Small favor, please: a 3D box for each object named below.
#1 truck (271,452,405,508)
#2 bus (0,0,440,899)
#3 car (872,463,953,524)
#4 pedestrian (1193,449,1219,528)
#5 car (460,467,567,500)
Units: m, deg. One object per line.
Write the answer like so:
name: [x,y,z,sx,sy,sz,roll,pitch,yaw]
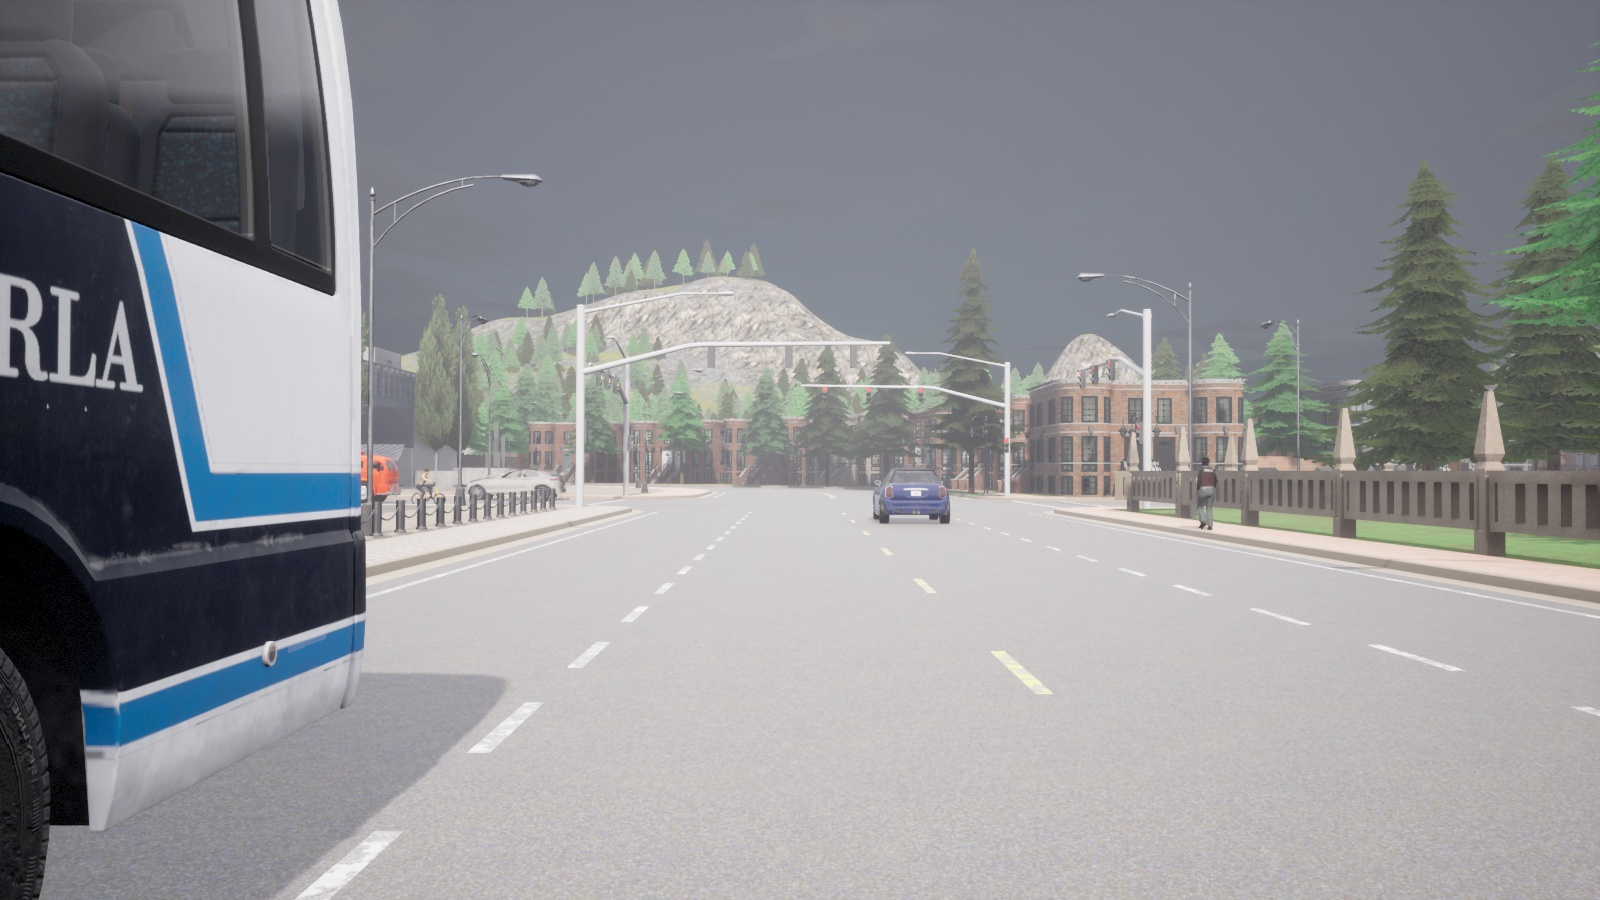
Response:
truck: [-21.139,1.378,57.643,5.204,2.467,2.627,0,-1,0]
bus: [-3.506,-0.544,0.234,3.944,4.253,10.273,0,-1,0]
car: [3.417,1.313,39.050,2.097,1.767,4.553,0,-1,0]
pedestrian: [10.039,0.954,31.081,0.402,1.930,0.666,0,-1,-1]
car: [-14.687,1.735,64.656,5.027,1.651,2.152,0,-1,0]
